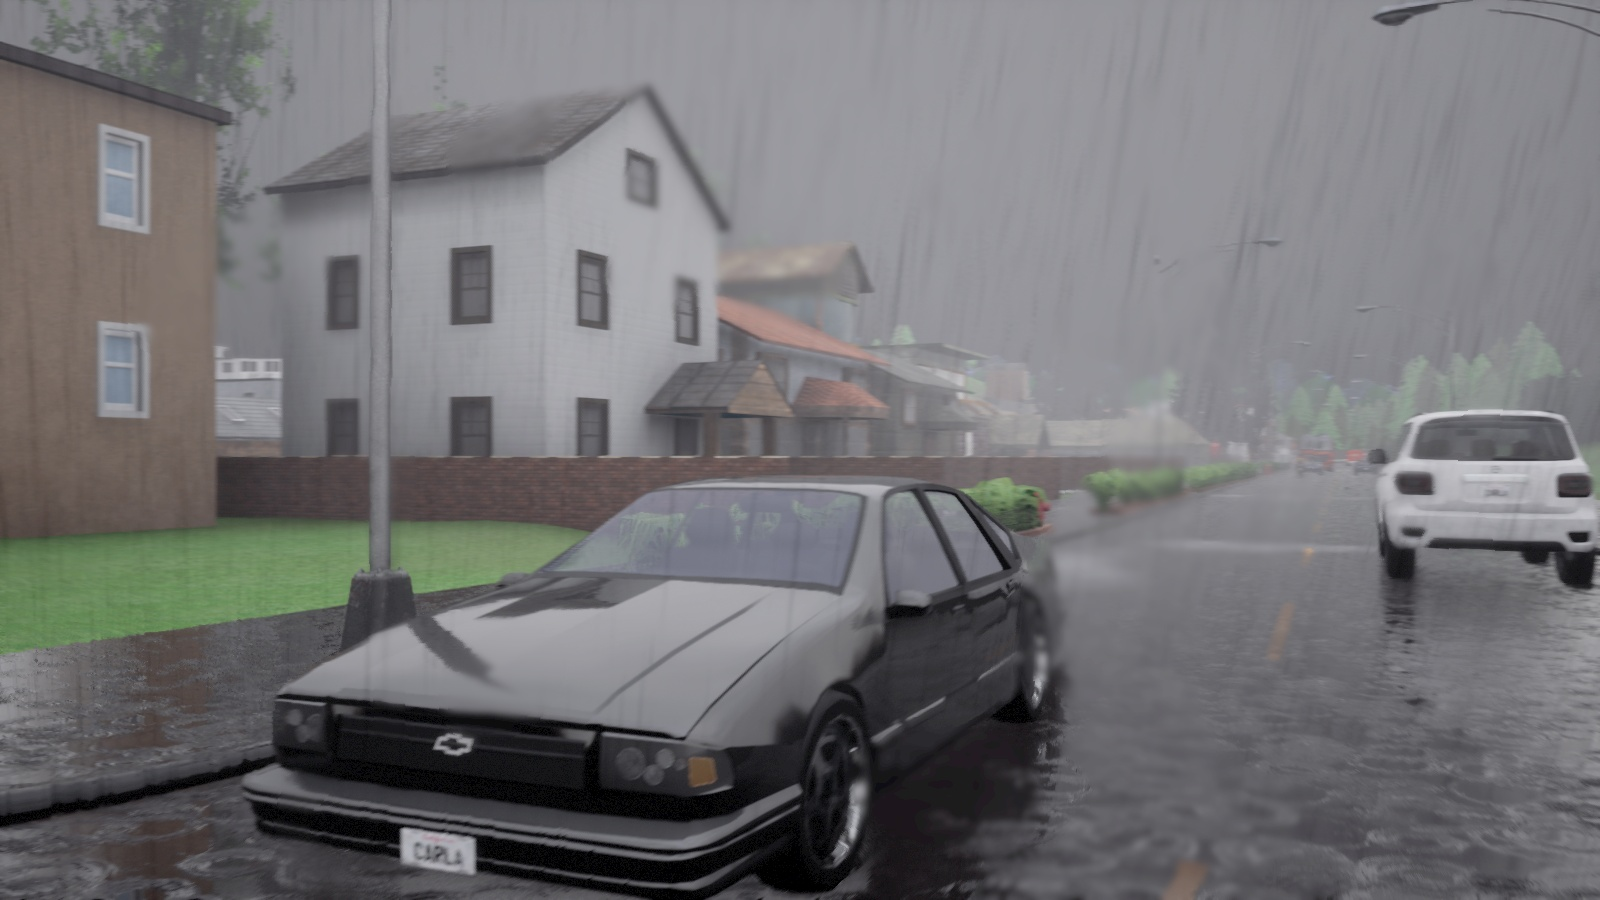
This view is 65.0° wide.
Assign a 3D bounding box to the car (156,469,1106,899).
[{"bbox_3d":[-0.054,0.825,6.083,2.033,1.411,5.357,0,0,24],"label":"car"}]

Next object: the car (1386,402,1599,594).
[{"bbox_3d":[8.861,0.513,16.296,2.150,2.045,5.566,0,0,24],"label":"car"}]
